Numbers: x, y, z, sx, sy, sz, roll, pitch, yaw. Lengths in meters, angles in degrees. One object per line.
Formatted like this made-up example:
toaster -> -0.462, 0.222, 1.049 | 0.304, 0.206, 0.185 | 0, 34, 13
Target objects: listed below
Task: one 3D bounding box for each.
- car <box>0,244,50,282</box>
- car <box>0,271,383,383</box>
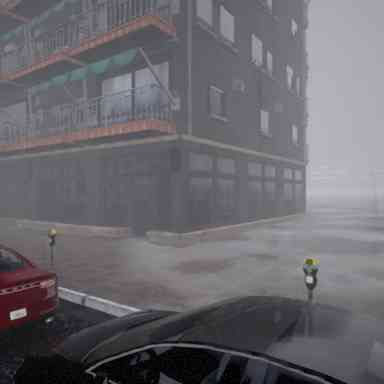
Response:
car -> -4.205, 1.545, 5.876 | 4.507, 1.381, 1.887 | 0, 0, 36
car -> 0.383, 1.566, 2.602 | 4.313, 1.339, 1.947 | 0, 0, 36
